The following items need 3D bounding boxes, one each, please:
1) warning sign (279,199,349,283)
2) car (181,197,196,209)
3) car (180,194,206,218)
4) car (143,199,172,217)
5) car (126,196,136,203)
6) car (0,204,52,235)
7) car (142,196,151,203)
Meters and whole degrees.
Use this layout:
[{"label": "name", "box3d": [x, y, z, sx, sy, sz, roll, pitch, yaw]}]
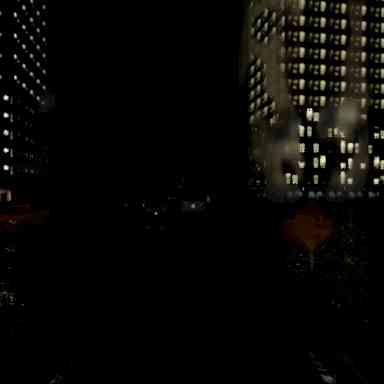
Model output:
[{"label": "warning sign", "box3d": [2.903, 1.126, 8.074, 1.300, 1.860, 1.060, 0, 0, 0]}, {"label": "car", "box3d": [-0.587, 1.472, 46.026, 1.882, 1.535, 5.008, 0, 0, -3]}, {"label": "car", "box3d": [0.069, 1.229, 30.583, 2.150, 2.045, 5.566, 0, 0, -1]}, {"label": "car", "box3d": [-3.200, 1.602, 31.486, 1.895, 1.301, 4.718, 0, 0, -1]}, {"label": "car", "box3d": [-12.456, 1.531, 67.836, 1.895, 1.301, 4.718, 0, 0, -7]}, {"label": "car", "box3d": [-9.746, 1.465, 18.853, 1.882, 1.535, 5.008, 0, 0, 0]}, {"label": "car", "box3d": [-9.241, 1.476, 68.325, 2.033, 1.411, 5.357, 0, 0, -7]}]
